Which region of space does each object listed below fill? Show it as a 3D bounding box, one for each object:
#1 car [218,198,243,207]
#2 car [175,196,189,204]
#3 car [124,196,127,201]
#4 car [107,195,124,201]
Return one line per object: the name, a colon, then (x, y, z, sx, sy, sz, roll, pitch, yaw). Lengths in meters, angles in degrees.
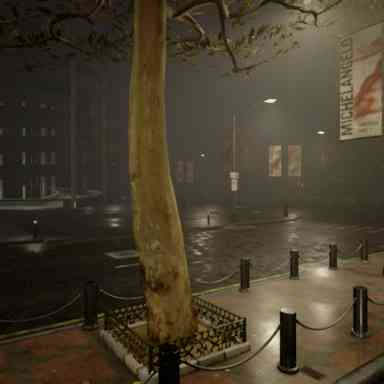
car: (6.068, 1.562, 52.298, 1.994, 1.385, 4.181, 0, 0, -36)
car: (-2.966, 1.545, 63.905, 2.033, 1.411, 5.357, 0, 0, -44)
car: (-18.068, 1.462, 80.764, 4.674, 1.442, 1.812, 0, 0, 12)
car: (-19.027, 1.472, 77.398, 4.674, 1.442, 1.812, 0, 0, 12)
